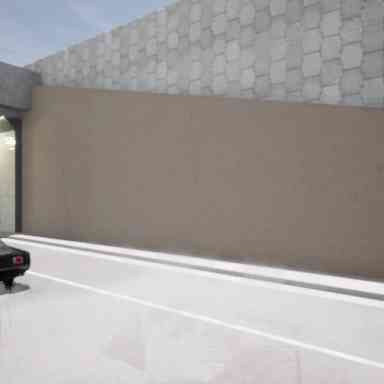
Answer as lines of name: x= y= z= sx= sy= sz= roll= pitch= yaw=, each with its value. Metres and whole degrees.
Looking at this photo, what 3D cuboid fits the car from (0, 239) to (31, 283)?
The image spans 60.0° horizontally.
car: x=-6.157 y=1.590 z=8.383 sx=4.718 sy=1.301 sz=1.895 roll=0 pitch=0 yaw=36
